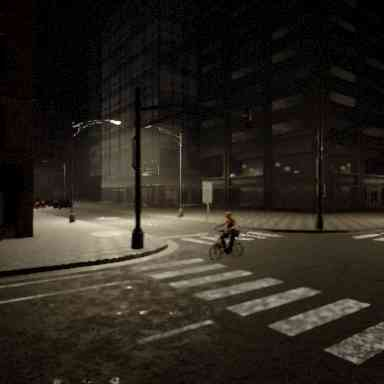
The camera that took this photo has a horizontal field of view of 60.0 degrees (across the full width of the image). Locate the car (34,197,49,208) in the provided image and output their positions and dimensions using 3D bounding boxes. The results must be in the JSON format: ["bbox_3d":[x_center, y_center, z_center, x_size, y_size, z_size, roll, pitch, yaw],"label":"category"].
[{"bbox_3d":[-23.745,1.581,50.357,2.097,1.767,4.553,0,0,-36],"label":"car"}]

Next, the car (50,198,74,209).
[{"bbox_3d":[-18.817,1.708,48.732,1.882,1.535,5.008,0,0,-35],"label":"car"}]

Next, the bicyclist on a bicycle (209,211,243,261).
[{"bbox_3d":[1.168,1.454,11.172,1.509,1.612,0.866,0,0,-36],"label":"bicyclist on a bicycle"}]
